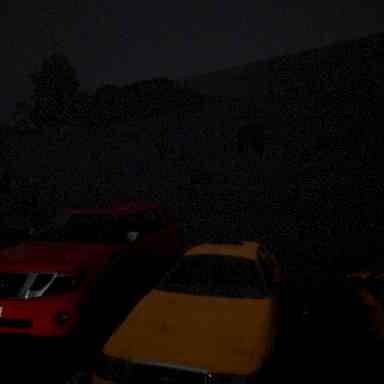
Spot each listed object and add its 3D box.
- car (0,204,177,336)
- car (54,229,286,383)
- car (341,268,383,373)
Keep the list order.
[{"bbox_3d":[-1.929,1.299,7.150,2.435,2.045,5.566,0,-1,16],"label":"car"},{"bbox_3d":[0.468,1.509,5.250,1.946,1.575,5.366,0,-1,16],"label":"car"},{"bbox_3d":[3.002,1.484,3.868,1.946,1.575,5.366,-1,-1,16],"label":"car"}]
